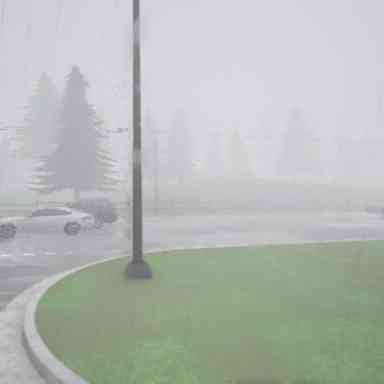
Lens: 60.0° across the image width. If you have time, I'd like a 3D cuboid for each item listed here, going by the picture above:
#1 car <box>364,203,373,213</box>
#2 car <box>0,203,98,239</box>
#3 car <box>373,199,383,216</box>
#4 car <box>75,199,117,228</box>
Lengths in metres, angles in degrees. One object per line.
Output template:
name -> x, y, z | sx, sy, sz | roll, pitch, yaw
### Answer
car -> 17.942, 1.305, 30.252 | 4.181, 1.385, 1.994 | 0, 0, -14
car -> -7.331, 1.452, 16.794 | 4.674, 1.442, 1.812 | 0, 0, -14
car -> 17.503, 1.243, 26.539 | 5.008, 1.535, 1.882 | 0, 0, -14
car -> -7.170, 1.408, 20.452 | 4.892, 1.490, 1.837 | 0, 0, -14
